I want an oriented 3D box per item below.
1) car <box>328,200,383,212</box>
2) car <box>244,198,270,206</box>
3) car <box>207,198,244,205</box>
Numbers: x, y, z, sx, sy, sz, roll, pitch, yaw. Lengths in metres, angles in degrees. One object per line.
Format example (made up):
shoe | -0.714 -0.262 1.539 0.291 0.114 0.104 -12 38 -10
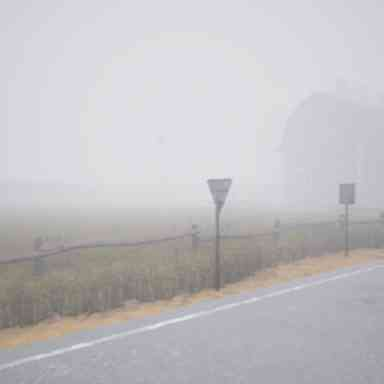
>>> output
car | 14.842 1.480 29.994 1.882 1.535 5.008 0 0 -38
car | 7.834 1.551 44.685 2.033 1.411 5.357 0 0 -38
car | 3.999 1.504 43.700 1.837 1.490 4.892 0 0 -39
